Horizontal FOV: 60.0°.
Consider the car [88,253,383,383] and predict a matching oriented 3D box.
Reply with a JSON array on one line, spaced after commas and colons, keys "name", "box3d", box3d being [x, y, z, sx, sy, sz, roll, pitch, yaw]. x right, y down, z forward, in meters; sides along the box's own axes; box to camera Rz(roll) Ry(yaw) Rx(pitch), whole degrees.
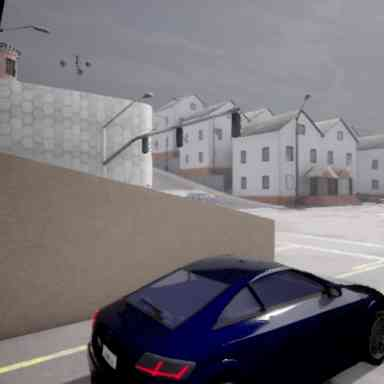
[{"name": "car", "box3d": [0.841, 1.546, 4.381, 4.181, 1.385, 1.994, 0, 0, -35]}]

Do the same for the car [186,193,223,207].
[{"name": "car", "box3d": [1.082, 0.975, 33.046, 2.097, 1.767, 4.553, -1, 5, -35]}]
